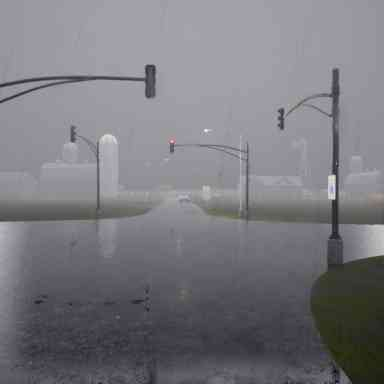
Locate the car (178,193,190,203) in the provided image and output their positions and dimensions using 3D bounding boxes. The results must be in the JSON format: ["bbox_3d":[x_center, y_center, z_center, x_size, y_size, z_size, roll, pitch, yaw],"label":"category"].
[{"bbox_3d":[-1.526,1.553,69.932,1.812,1.442,4.674,0,0,-3],"label":"car"}]

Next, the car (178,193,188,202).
[{"bbox_3d":[-2.113,1.189,79.966,2.150,2.045,5.566,0,0,-4],"label":"car"}]
